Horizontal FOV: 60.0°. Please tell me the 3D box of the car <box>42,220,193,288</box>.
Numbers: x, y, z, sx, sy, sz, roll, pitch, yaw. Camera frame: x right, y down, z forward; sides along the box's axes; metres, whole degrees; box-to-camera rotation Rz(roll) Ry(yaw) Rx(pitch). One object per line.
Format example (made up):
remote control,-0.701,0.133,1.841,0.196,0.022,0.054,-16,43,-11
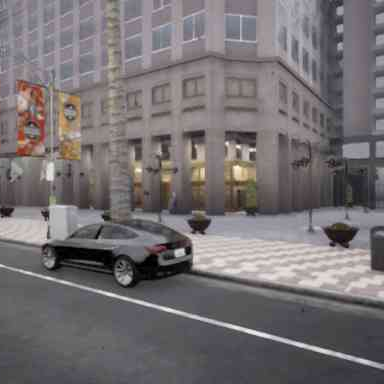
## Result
car,-2.218,1.509,9.345,4.786,1.482,2.161,0,0,35
